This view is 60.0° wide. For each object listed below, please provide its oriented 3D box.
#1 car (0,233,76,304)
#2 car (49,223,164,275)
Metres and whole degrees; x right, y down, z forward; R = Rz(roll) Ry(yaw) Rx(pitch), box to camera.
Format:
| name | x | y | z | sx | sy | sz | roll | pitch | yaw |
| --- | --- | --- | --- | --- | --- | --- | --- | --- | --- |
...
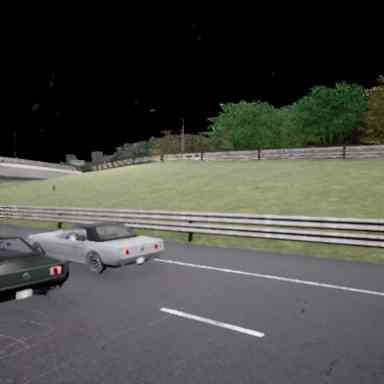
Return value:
| name | x | y | z | sx | sy | sz | roll | pitch | yaw |
| --- | --- | --- | --- | --- | --- | --- | --- | --- | --- |
| car | -4.940 | 1.634 | 7.507 | 4.718 | 1.301 | 1.895 | 0 | 0 | 35 |
| car | -3.251 | 1.636 | 10.600 | 4.718 | 1.301 | 1.895 | 0 | 0 | 35 |
